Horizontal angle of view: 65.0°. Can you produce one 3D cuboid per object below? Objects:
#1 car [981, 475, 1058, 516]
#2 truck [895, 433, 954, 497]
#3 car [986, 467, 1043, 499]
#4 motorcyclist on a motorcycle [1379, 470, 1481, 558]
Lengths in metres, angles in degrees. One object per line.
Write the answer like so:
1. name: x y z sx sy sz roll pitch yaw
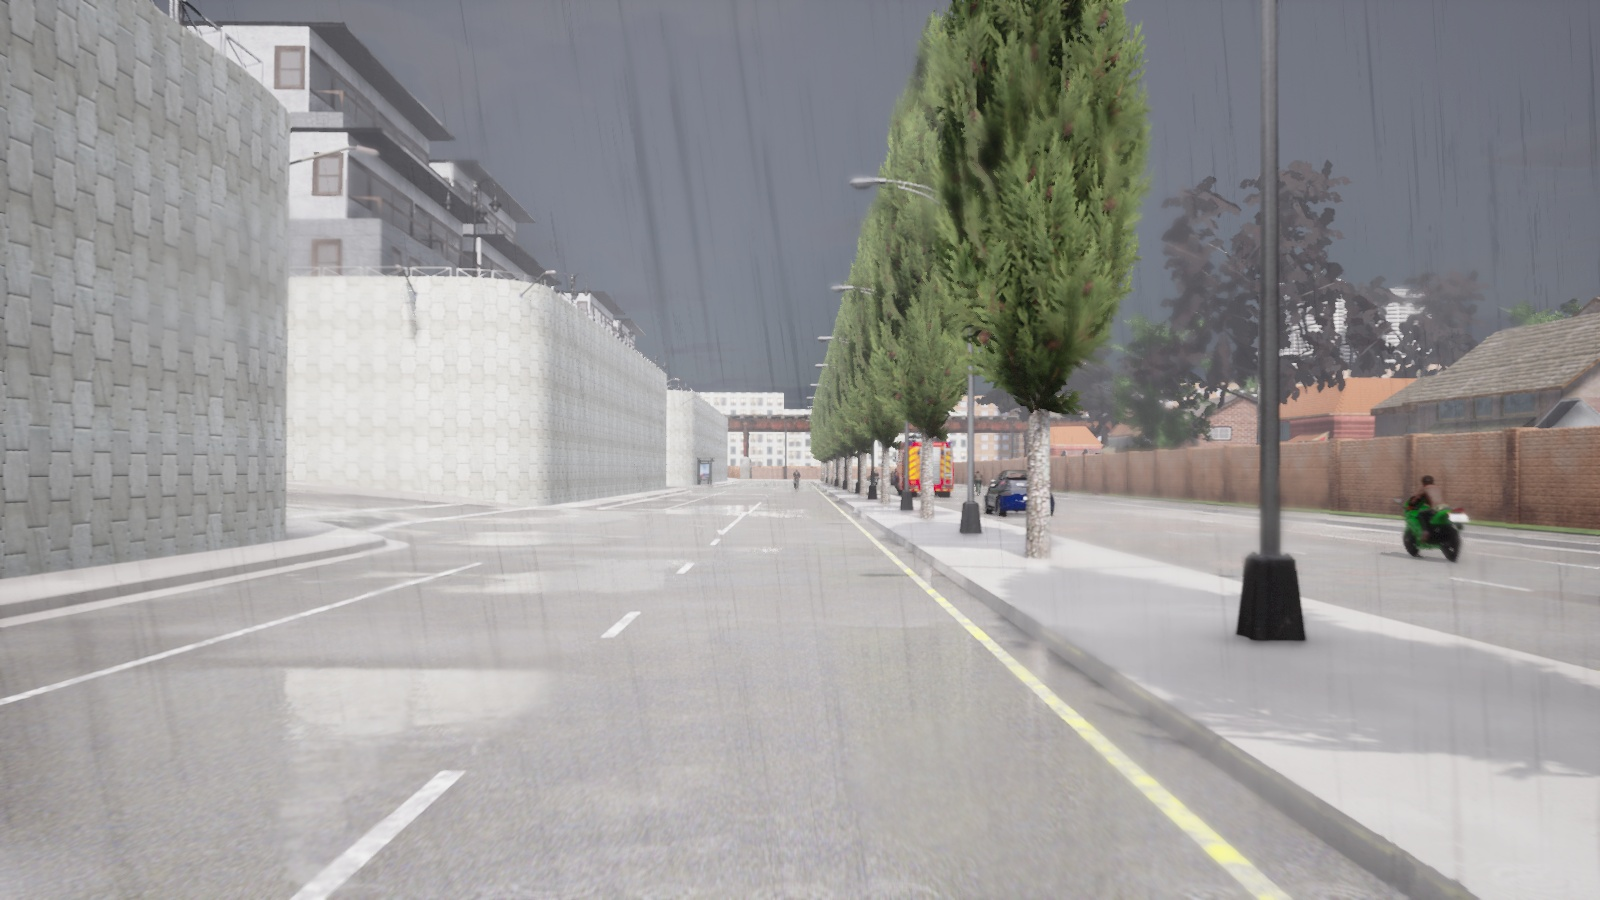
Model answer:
1. car: 7.880 1.608 45.437 1.994 1.385 4.181 0 -1 0
2. truck: 7.784 0.953 79.714 2.891 3.827 8.468 0 -1 0
3. car: 11.323 1.729 66.612 2.242 1.667 4.611 0 -1 0
4. motorcyclist on a motorcycle: 11.439 1.134 22.886 0.797 1.523 2.044 0 -1 0
